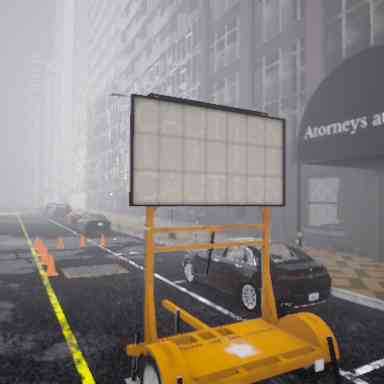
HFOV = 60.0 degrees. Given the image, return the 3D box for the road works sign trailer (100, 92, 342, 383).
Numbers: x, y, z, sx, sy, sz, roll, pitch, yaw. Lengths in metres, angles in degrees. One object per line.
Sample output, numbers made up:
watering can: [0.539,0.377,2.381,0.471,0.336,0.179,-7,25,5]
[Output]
road works sign trailer: [0.207,0.600,4.587,2.380,3.560,2.880,1,-2,-28]

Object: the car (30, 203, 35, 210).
car: [-34.201,3.238,73.437,1.752,1.417,4.829,1,-2,-29]

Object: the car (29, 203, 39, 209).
car: [-39.564,3.491,83.297,1.947,1.339,4.313,1,-2,-29]

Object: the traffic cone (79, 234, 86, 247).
traffic cone: [-5.377,2.369,16.310,0.340,0.580,0.340,1,-2,-29]

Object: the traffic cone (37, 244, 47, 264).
traffic cone: [-5.223,2.248,11.842,0.340,0.580,0.340,1,-2,-29]

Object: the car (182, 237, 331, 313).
car: [1.262,1.795,8.223,2.008,1.369,4.403,1,-2,-29]

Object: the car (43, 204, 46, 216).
car: [-17.789,2.590,43.256,1.887,1.381,4.507,1,-2,-29]

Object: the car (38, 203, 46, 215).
car: [-20.511,2.472,48.268,2.192,1.841,5.009,1,-2,-29]

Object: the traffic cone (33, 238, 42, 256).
traffic cone: [-6.178,2.289,13.599,0.340,0.580,0.340,1,-2,-29]

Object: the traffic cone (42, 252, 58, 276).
traffic cone: [-4.268,2.207,10.086,0.340,0.580,0.340,1,-2,-29]

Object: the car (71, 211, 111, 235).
car: [-6.903,2.157,23.237,1.947,1.339,4.313,1,-2,-29]

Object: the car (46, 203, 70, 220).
car: [-15.067,2.248,38.258,2.192,1.841,5.009,1,-2,-29]

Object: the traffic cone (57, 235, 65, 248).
traffic cone: [-6.255,2.349,15.833,0.340,0.580,0.340,1,-2,-29]

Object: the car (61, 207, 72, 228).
car: [-9.624,2.250,28.242,1.887,1.381,4.507,1,-2,-29]

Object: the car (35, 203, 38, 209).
car: [-25.955,2.925,58.272,1.887,1.381,4.507,1,-2,-29]
